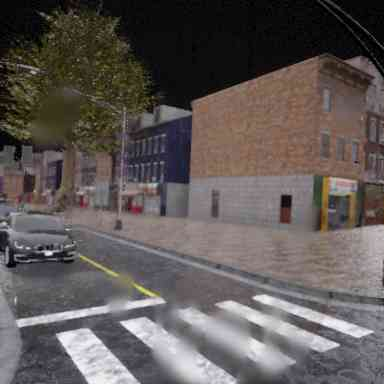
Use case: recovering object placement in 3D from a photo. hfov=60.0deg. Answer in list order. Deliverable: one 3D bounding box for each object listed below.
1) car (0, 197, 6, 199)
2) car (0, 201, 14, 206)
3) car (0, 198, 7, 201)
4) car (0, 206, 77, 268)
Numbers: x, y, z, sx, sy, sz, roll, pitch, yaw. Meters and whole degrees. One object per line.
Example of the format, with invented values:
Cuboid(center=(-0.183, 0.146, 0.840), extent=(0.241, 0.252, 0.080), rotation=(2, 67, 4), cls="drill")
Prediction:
Cuboid(center=(-28.044, 1.563, 48.496), extent=(1.837, 1.490, 4.892), rotation=(3, -2, -35), cls="car")
Cuboid(center=(-11.030, 1.427, 19.300), extent=(2.033, 1.411, 5.357), rotation=(3, -2, -35), cls="car")
Cuboid(center=(-16.807, 1.433, 27.498), extent=(1.994, 1.385, 4.181), rotation=(3, -2, -35), cls="car")
Cuboid(center=(-5.286, 1.432, 11.170), extent=(1.837, 1.490, 4.892), rotation=(3, -1, -34), cls="car")
